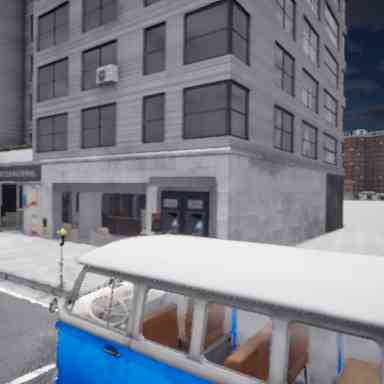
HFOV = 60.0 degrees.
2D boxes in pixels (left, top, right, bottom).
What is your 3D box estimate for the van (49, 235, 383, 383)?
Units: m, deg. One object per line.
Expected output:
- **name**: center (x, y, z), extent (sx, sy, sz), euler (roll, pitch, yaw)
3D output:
- **van**: center (0.591, 1.337, 2.526), extent (3.998, 1.788, 1.690), euler (0, 1, 35)
